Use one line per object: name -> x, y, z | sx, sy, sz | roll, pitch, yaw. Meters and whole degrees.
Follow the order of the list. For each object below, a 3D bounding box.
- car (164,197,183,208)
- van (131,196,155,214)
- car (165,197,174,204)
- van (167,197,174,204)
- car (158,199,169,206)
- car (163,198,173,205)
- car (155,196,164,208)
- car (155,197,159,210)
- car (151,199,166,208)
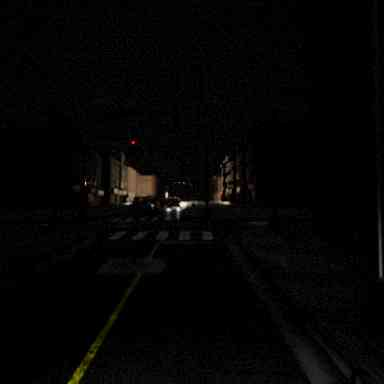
car -> -2.823, 1.736, 51.876 | 1.837, 1.490, 4.892 | 0, -1, 0
van -> -5.391, 1.361, 35.627 | 1.690, 1.788, 3.998 | 2, -1, 0
car -> -5.511, 2.102, 80.960 | 1.967, 1.590, 4.097 | 1, -1, 0
van -> -5.523, 2.094, 86.251 | 1.690, 1.788, 3.998 | 1, -1, 0
car -> -5.474, 1.989, 65.089 | 1.802, 1.307, 4.206 | 2, -1, 0
car -> -5.500, 2.118, 75.669 | 1.887, 1.381, 4.507 | 1, -1, 0
car -> -5.411, 1.435, 43.933 | 2.192, 1.841, 5.009 | 2, -1, 0
car -> -5.406, 1.610, 38.945 | 2.008, 1.369, 4.403 | 2, -1, 0
car -> -5.445, 1.801, 54.509 | 1.887, 1.381, 4.507 | 2, -1, 0
